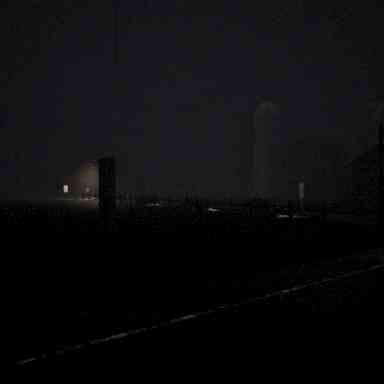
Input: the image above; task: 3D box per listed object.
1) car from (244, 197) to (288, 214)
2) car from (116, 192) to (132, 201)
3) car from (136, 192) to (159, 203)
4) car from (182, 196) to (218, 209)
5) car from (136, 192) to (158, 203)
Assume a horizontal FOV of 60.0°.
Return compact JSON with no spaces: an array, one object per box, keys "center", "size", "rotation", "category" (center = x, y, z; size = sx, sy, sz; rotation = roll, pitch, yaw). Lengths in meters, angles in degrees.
[{"center":[7.164,1.306,32.368],"size":[1.837,1.490,4.892],"rotation":[-1,1,-36],"category":"car"},{"center":[-13.611,0.750,66.016],"size":[2.097,1.767,4.553],"rotation":[-1,1,-36],"category":"car"},{"center":[-7.829,0.847,58.073],"size":[2.097,1.767,4.553],"rotation":[-1,1,-35],"category":"car"},{"center":[0.901,1.248,41.042],"size":[2.033,1.411,5.357],"rotation":[-1,1,-36],"category":"car"},{"center":[-7.054,1.131,52.101],"size":[1.994,1.385,4.181],"rotation":[-1,1,-36],"category":"car"}]
